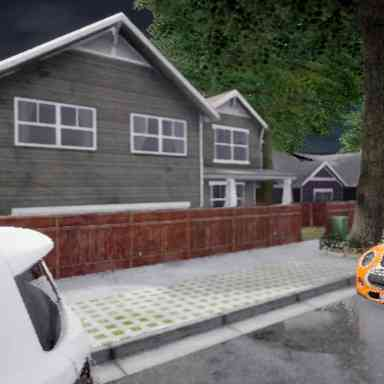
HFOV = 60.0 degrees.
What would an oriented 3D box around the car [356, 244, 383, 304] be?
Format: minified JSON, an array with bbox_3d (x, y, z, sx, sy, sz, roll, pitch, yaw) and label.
[{"bbox_3d":[5.499,1.335,7.145,4.553,1.767,2.097,0,0,-37],"label":"car"}]

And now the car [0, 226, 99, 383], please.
[{"bbox_3d":[-3.068,1.230,0.918,5.566,2.045,2.150,0,0,-36],"label":"car"}]
